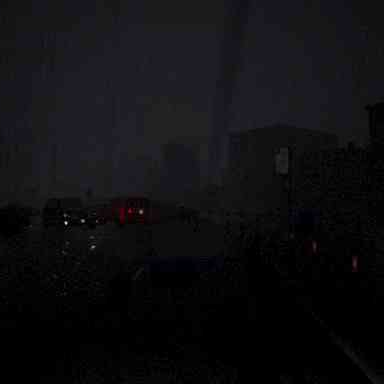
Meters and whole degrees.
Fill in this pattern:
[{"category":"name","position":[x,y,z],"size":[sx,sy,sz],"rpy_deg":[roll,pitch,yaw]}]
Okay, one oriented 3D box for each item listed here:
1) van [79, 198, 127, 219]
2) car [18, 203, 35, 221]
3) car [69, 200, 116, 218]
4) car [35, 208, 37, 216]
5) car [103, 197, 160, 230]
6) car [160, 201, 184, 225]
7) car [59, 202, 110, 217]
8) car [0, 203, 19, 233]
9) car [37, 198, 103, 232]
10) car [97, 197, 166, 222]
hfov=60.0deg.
[{"category":"van","position":[-9.275,1.661,34.749],"size":[4.442,1.987,1.878],"rpy_deg":[0,-2,-38]},{"category":"car","position":[-18.425,1.864,34.957],"size":[1.882,1.535,5.008],"rpy_deg":[0,-2,-38]},{"category":"car","position":[-11.085,1.846,37.185],"size":[4.553,1.767,2.185],"rpy_deg":[0,-2,-38]},{"category":"car","position":[-20.523,2.341,40.448],"size":[4.181,1.385,1.994],"rpy_deg":[-2,-2,30]},{"category":"car","position":[-4.696,1.364,22.737],"size":[2.150,2.045,5.566],"rpy_deg":[0,-1,-35]},{"category":"car","position":[-3.532,1.678,27.674],"size":[5.008,1.535,2.097],"rpy_deg":[0,-1,-38]},{"category":"car","position":[-12.718,2.061,39.606],"size":[5.366,1.575,1.946],"rpy_deg":[0,-2,-38]},{"category":"car","position":[-14.247,1.719,21.455],"size":[4.892,1.521,2.231],"rpy_deg":[0,-1,-38]},{"category":"car","position":[-8.065,1.387,21.641],"size":[2.150,2.045,5.566],"rpy_deg":[0,-1,-38]},{"category":"car","position":[-5.369,1.483,29.946],"size":[5.566,2.045,2.435],"rpy_deg":[0,-1,-38]}]
